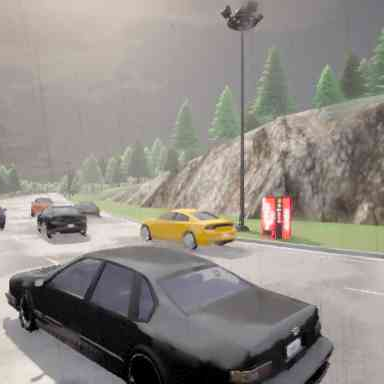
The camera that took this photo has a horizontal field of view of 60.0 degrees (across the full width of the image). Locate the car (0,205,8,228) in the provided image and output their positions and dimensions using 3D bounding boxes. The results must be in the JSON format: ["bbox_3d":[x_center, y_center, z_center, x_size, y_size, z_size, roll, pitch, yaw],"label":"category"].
[{"bbox_3d":[-13.155,1.526,21.737,1.812,1.442,4.674,0,0,-28],"label":"car"}]

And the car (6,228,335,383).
[{"bbox_3d":[-0.870,1.547,4.902,5.357,1.411,2.033,0,0,42],"label":"car"}]

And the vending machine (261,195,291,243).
[{"bbox_3d":[3.897,1.195,15.386,1.100,2.100,0.880,0,0,-44],"label":"vending machine"}]

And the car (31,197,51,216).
[{"bbox_3d":[-14.807,1.352,33.059,2.097,1.767,4.553,0,0,-26],"label":"car"}]

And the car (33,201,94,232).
[{"bbox_3d":[-7.060,1.477,17.897,1.882,1.535,5.008,0,0,-32],"label":"car"}]

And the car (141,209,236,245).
[{"bbox_3d":[-0.346,1.478,14.474,1.882,1.535,5.008,0,0,-41],"label":"car"}]

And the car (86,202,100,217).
[{"bbox_3d":[-9.769,1.563,30.648,1.994,1.385,4.181,0,0,-26],"label":"car"}]
